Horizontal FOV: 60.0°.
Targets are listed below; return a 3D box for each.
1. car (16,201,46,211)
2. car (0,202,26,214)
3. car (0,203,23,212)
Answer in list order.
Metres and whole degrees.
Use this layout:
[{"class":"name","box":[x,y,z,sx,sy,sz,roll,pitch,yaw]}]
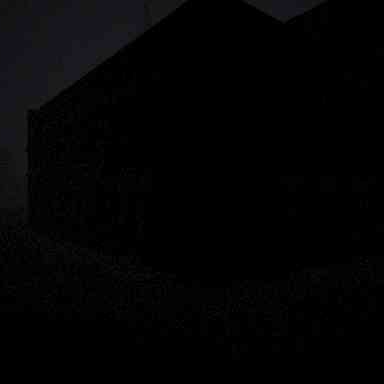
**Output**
[{"class":"car","box":[-33.435,2.847,69.109,5.566,2.045,2.435,0,-2,22]},{"class":"car","box":[-27.391,2.423,48.867,4.553,1.767,2.185,0,-3,22]},{"class":"car","box":[-35.314,2.925,63.848,5.366,1.575,1.946,0,-2,22]}]
